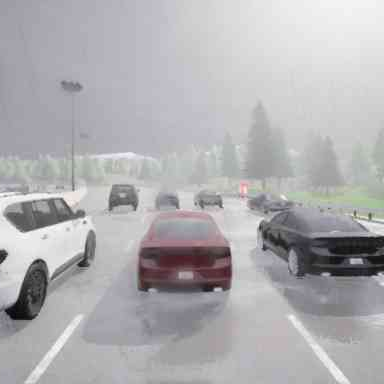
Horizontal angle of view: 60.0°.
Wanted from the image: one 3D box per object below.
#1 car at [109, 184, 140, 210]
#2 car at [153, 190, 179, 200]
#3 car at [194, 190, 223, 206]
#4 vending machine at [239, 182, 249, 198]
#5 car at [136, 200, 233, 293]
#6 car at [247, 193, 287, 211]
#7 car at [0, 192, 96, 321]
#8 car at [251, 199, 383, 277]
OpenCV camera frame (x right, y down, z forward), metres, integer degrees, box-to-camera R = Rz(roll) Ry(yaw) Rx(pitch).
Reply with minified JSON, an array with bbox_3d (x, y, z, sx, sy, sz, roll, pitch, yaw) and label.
[{"bbox_3d":[-5.534,0.348,27.275,2.150,2.045,5.566,0,2,-8],"label":"car"},{"bbox_3d":[-2.174,0.596,28.335,1.837,1.490,4.892,0,2,-8],"label":"car"},{"bbox_3d":[1.331,0.575,28.535,2.128,1.511,4.902,0,2,-8],"label":"car"},{"bbox_3d":[6.975,-0.247,44.958,1.100,2.100,0.880,0,2,-12],"label":"vending machine"},{"bbox_3d":[-0.215,1.209,8.254,1.882,1.535,5.008,0,2,-2],"label":"car"},{"bbox_3d":[5.506,0.784,23.706,2.033,1.411,5.357,0,2,-7],"label":"car"},{"bbox_3d":[-3.650,1.000,6.887,2.150,2.045,5.566,0,2,-2],"label":"car"},{"bbox_3d":[3.232,1.176,9.251,1.882,1.535,5.008,0,2,-3],"label":"car"}]
